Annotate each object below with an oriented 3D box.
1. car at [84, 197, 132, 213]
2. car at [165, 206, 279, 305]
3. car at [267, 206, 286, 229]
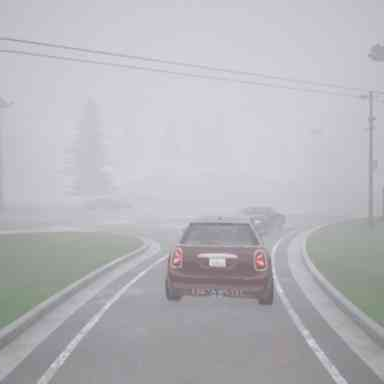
[{"bbox_3d":[-8.726,1.347,34.898,4.892,1.490,1.837,0,0,-25],"label":"car"},{"bbox_3d":[0.772,1.314,8.259,2.097,1.767,4.553,0,0,8],"label":"car"},{"bbox_3d":[3.763,1.464,18.413,2.033,1.411,5.357,0,0,28],"label":"car"}]
